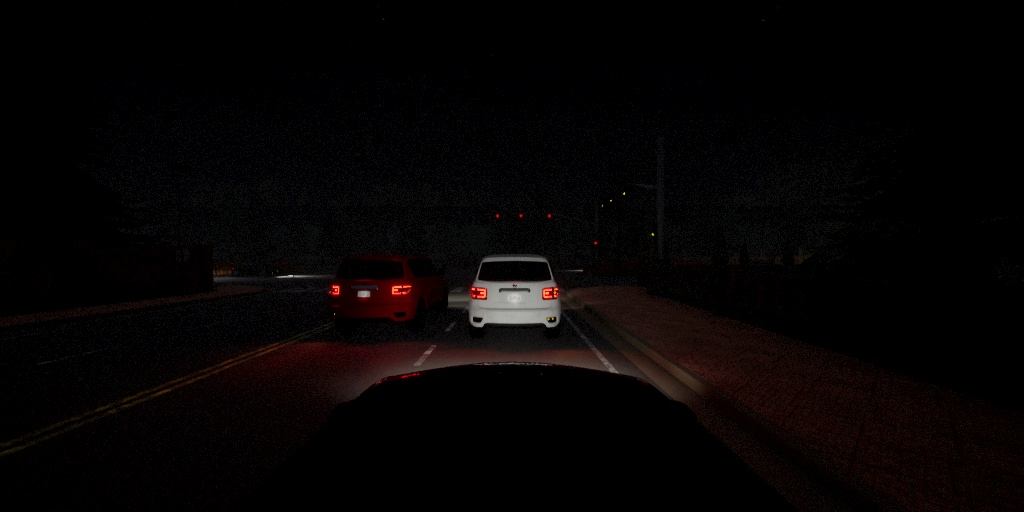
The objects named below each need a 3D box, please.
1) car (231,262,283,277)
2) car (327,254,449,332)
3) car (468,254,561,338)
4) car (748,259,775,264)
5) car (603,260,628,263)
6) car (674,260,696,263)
[{"bbox_3d":[-24.933,1.314,35.104,4.181,1.385,1.994,0,0,0],"label":"car"},{"bbox_3d":[-3.419,0.971,10.985,2.150,2.045,5.566,0,0,0],"label":"car"},{"bbox_3d":[0.081,0.971,10.303,2.150,2.045,5.566,0,0,1],"label":"car"},{"bbox_3d":[33.207,1.221,48.938,4.892,1.490,1.837,-1,0,0],"label":"car"},{"bbox_3d":[13.593,1.255,49.039,4.892,1.490,1.837,0,0,0],"label":"car"},{"bbox_3d":[23.361,1.297,48.978,5.357,1.411,2.033,0,0,0],"label":"car"}]
